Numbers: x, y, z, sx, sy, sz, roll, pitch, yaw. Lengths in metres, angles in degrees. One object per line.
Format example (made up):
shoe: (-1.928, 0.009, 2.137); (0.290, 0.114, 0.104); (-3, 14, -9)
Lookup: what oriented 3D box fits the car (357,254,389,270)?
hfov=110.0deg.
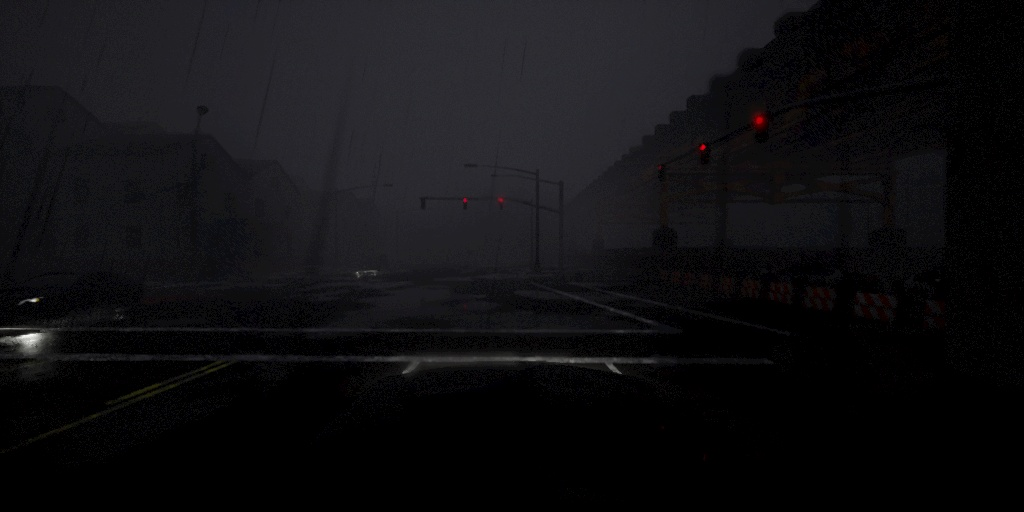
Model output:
car: (-17.044, 0.774, 44.316); (2.150, 2.045, 5.566); (0, 2, 1)

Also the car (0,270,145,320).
car: (-14.969, 1.236, 12.176); (1.812, 1.442, 4.674); (0, 1, -13)
